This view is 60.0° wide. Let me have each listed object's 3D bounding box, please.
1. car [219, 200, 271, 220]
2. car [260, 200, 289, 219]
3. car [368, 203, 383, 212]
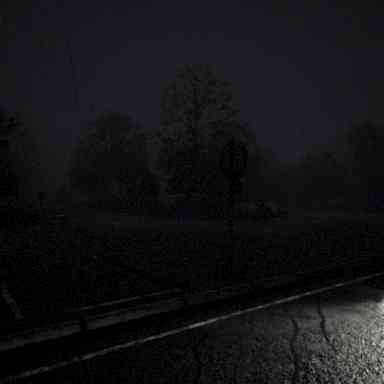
[{"bbox_3d":[4.363,1.702,29.663,2.002,1.452,4.674,1,-1,-36],"label":"car"},{"bbox_3d":[6.905,1.585,31.563,2.185,1.767,4.553,1,-1,-36],"label":"car"},{"bbox_3d":[26.742,2.134,45.650,2.002,1.452,4.674,1,-1,-35],"label":"car"}]
